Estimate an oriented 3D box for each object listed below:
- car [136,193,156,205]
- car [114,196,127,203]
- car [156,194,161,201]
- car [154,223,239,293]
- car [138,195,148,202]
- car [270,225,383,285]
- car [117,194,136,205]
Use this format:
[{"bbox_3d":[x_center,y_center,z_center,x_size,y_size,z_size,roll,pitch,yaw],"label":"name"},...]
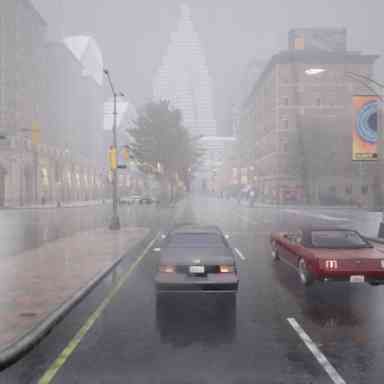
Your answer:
[{"bbox_3d":[-8.125,1.491,59.227,2.128,1.511,4.902,0,0,0],"label":"car"},{"bbox_3d":[-14.829,1.595,69.203,1.895,1.301,4.718,0,0,0],"label":"car"},{"bbox_3d":[-8.079,1.525,68.995,1.812,1.442,4.674,0,0,0],"label":"car"},{"bbox_3d":[0.091,1.547,8.958,2.033,1.411,5.357,0,0,0],"label":"car"},{"bbox_3d":[-11.591,1.524,79.217,1.812,1.442,4.674,0,0,0],"label":"car"},{"bbox_3d":[3.590,1.601,9.442,1.895,1.301,4.718,0,0,0],"label":"car"},{"bbox_3d":[-11.624,1.526,58.937,1.812,1.442,4.674,0,0,0],"label":"car"}]
